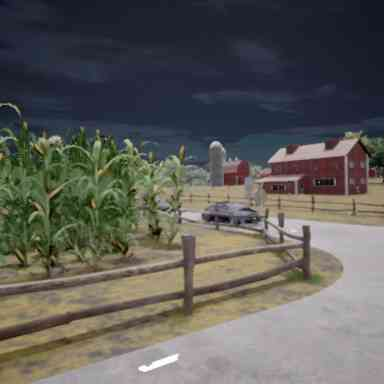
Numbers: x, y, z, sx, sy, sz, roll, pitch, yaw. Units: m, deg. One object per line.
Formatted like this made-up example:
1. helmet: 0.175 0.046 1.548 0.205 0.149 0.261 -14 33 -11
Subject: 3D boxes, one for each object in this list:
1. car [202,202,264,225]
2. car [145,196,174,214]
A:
1. car: 2.492 1.336 21.166 1.994 1.385 4.181 -2 2 -38
2. car: -3.323 1.146 29.326 1.837 1.490 4.892 -2 2 -36
